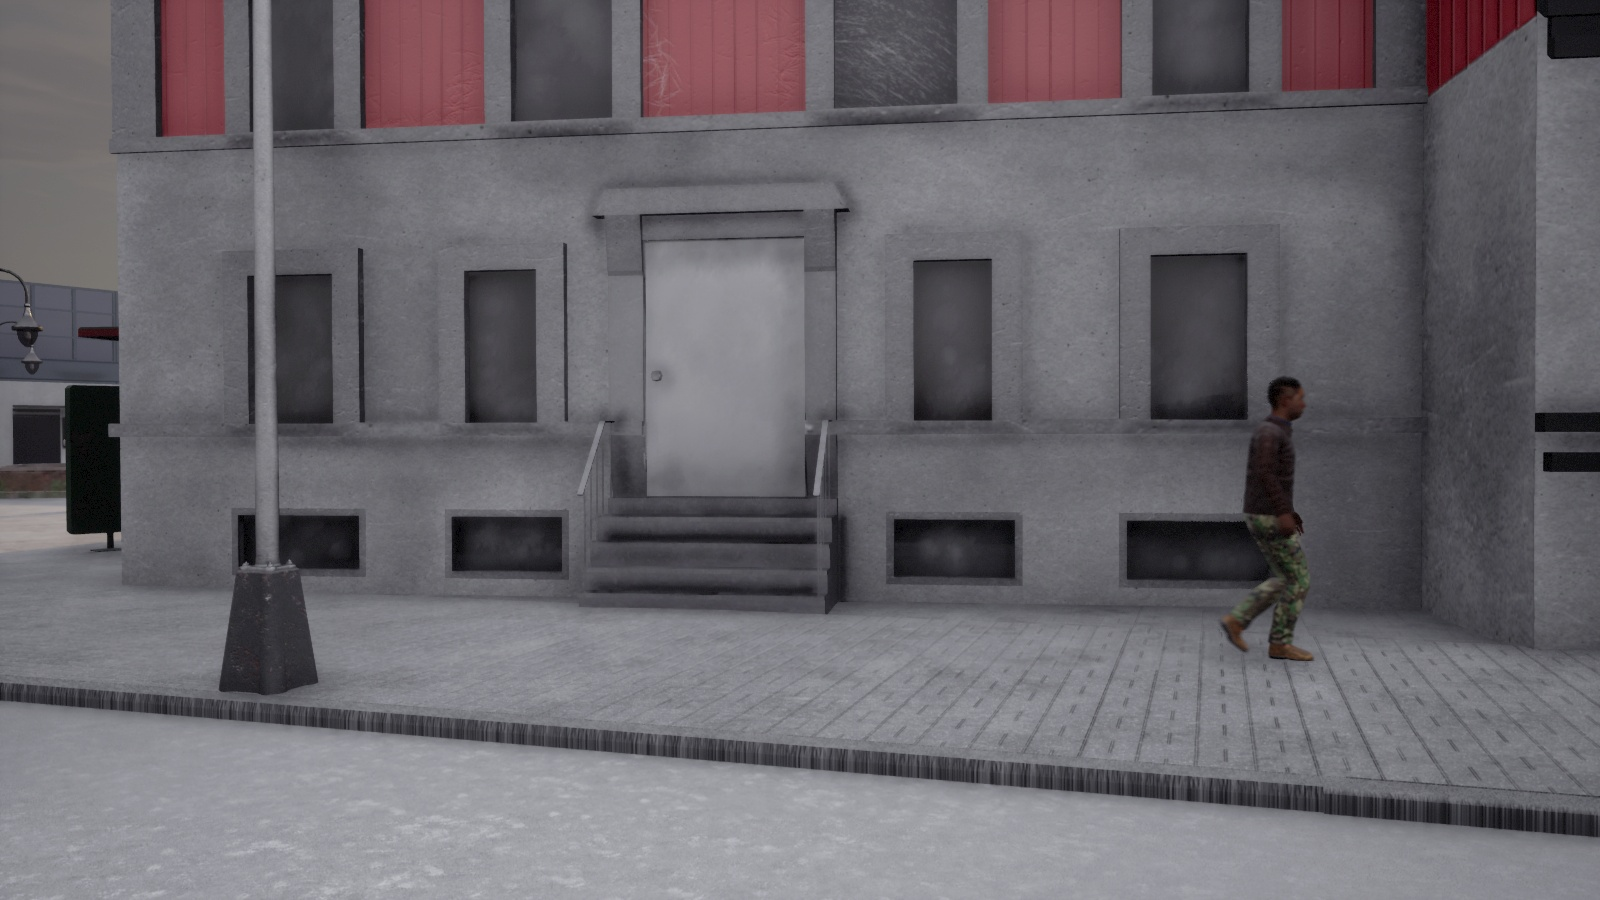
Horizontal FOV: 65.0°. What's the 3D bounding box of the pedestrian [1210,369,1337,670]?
[{"bbox_3d":[2.986,0.420,7.959,0.703,1.840,0.431,0,1,16],"label":"pedestrian"}]
